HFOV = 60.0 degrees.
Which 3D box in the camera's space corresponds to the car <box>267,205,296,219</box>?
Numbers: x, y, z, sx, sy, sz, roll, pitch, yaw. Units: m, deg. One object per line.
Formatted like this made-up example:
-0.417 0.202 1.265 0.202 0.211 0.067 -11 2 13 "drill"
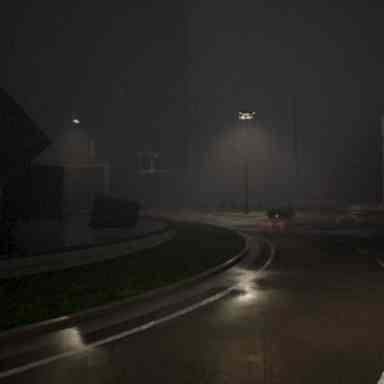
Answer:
9.012 1.963 33.128 1.895 1.301 4.718 -1 -1 28 "car"
